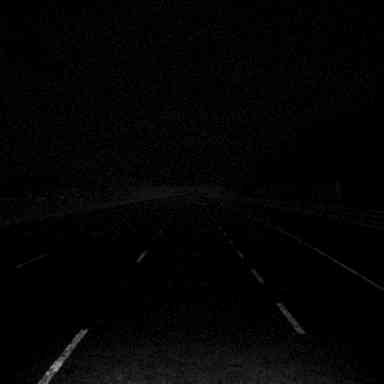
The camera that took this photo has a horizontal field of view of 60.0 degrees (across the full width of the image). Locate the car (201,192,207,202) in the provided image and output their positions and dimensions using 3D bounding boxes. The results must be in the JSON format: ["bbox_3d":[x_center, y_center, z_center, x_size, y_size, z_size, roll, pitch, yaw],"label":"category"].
[{"bbox_3d":[3.515,1.449,73.327,1.882,1.535,5.008,0,0,0],"label":"car"}]

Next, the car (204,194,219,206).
[{"bbox_3d":[3.511,1.555,56.796,1.994,1.385,4.181,0,0,0],"label":"car"}]

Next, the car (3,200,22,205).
[{"bbox_3d":[-21.015,1.613,40.685,1.895,1.301,4.718,0,0,0],"label":"car"}]

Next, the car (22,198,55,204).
[{"bbox_3d":[-17.528,1.489,39.270,1.882,1.535,5.008,0,0,0],"label":"car"}]
